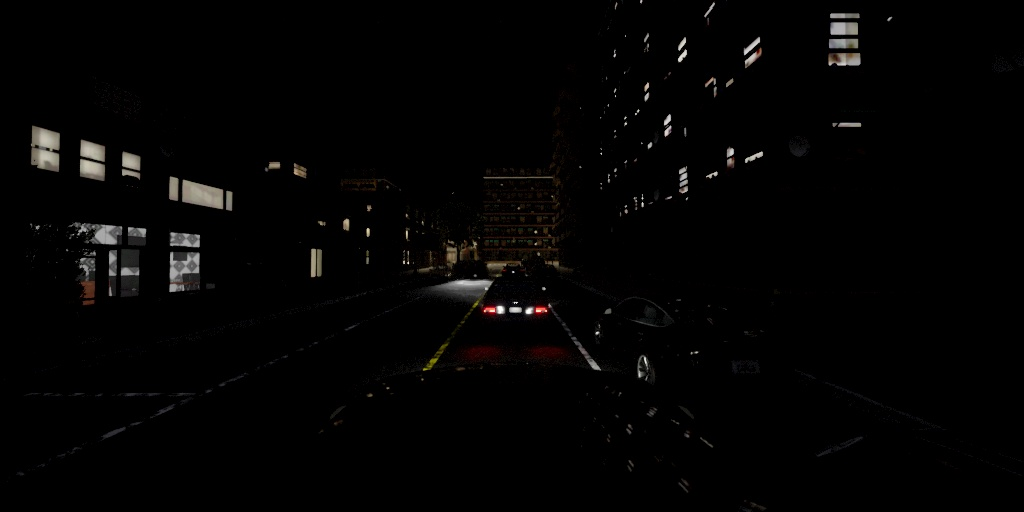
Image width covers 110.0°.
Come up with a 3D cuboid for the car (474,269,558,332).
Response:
[{"bbox_3d":[0.096,1.301,10.841,2.033,1.411,5.357,0,0,0],"label":"car"}]

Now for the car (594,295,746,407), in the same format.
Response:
[{"bbox_3d":[2.692,1.317,6.224,1.948,1.339,4.313,0,0,0],"label":"car"}]

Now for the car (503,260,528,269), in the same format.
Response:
[{"bbox_3d":[0.103,1.328,32.288,1.994,1.385,4.181,0,0,0],"label":"car"}]

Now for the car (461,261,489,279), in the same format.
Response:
[{"bbox_3d":[-3.099,1.365,32.488,1.895,1.301,4.718,0,0,0],"label":"car"}]

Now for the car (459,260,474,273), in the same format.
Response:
[{"bbox_3d":[-5.653,1.209,40.284,1.967,1.591,4.097,0,0,0],"label":"car"}]

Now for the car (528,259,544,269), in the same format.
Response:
[{"bbox_3d":[2.694,1.291,34.825,1.751,1.417,4.829,0,0,0],"label":"car"}]

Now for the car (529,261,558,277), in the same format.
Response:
[{"bbox_3d":[2.693,1.313,28.969,2.007,1.370,4.403,0,0,0],"label":"car"}]

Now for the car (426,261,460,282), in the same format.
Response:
[{"bbox_3d":[-5.654,1.287,28.742,1.751,1.417,4.829,0,0,0],"label":"car"}]

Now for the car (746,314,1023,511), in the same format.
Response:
[{"bbox_3d":[2.691,1.189,0.536,1.967,1.591,4.097,0,0,0],"label":"car"}]

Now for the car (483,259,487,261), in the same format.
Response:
[{"bbox_3d":[-5.651,1.353,63.031,1.948,1.339,4.313,0,0,0],"label":"car"}]

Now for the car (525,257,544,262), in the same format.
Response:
[{"bbox_3d":[2.695,1.084,40.343,2.192,1.841,5.009,0,0,0],"label":"car"}]
